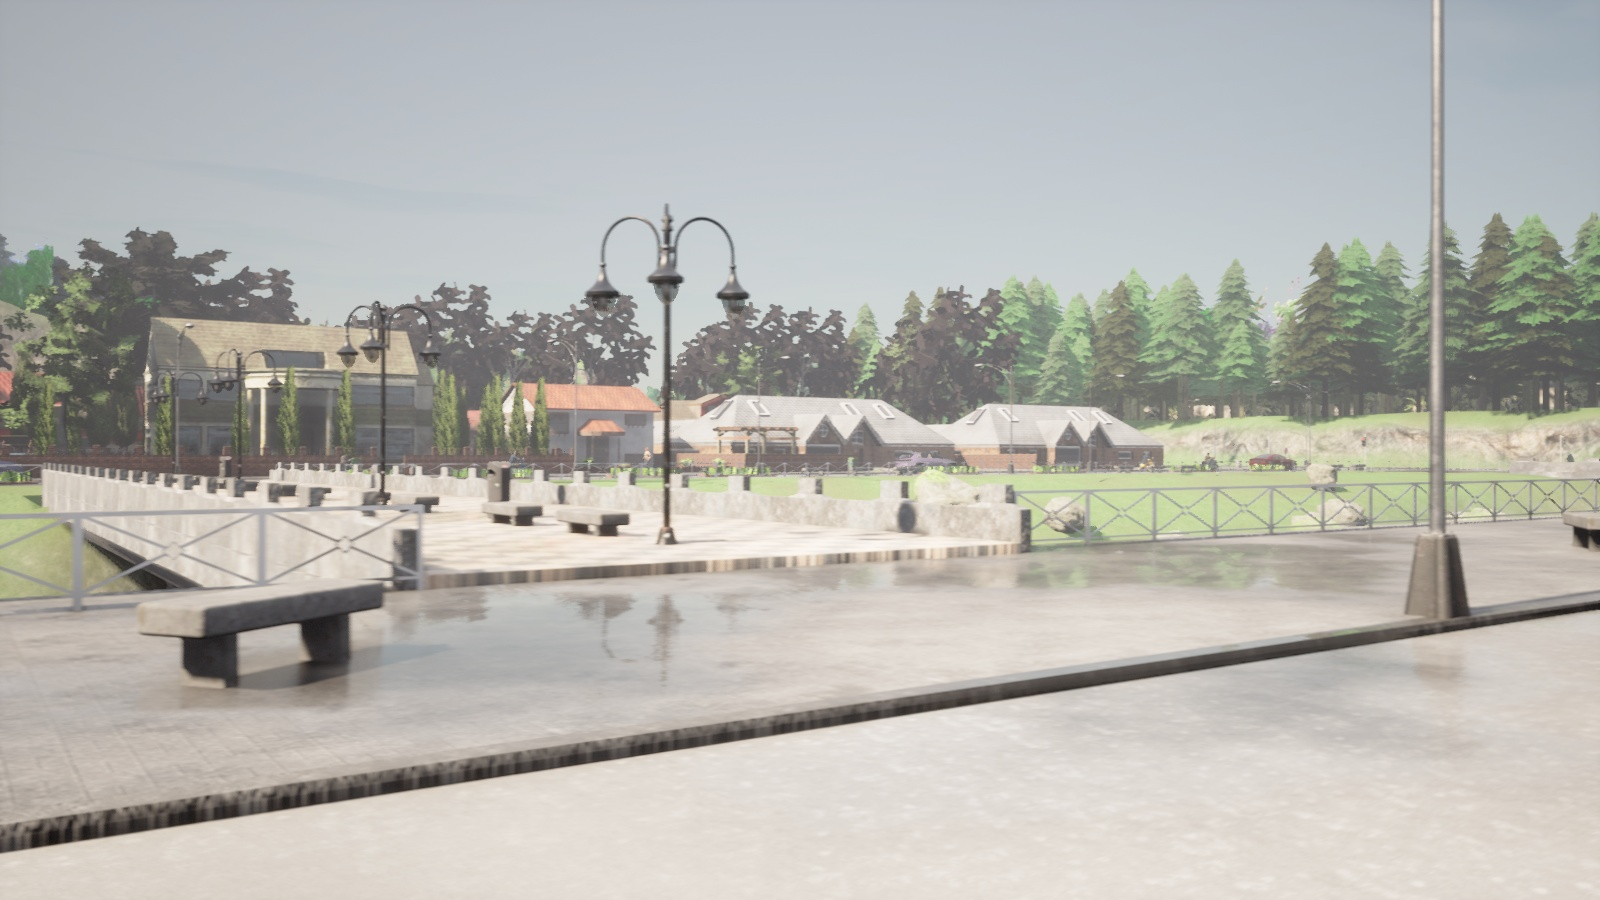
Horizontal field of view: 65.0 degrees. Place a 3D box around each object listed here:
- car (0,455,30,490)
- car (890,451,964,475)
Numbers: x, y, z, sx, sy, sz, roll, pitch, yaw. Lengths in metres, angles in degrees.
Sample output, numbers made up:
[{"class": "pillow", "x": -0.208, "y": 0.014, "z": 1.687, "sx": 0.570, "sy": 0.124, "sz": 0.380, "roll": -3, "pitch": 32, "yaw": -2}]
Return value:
[{"class": "car", "x": -35.680, "y": 0.968, "z": 54.586, "sx": 3.633, "sy": 1.501, "sz": 1.845, "roll": 0, "pitch": 0, "yaw": -35}, {"class": "car", "x": 8.673, "y": 0.865, "z": 85.444, "sx": 4.856, "sy": 1.649, "sz": 2.033, "roll": 0, "pitch": 0, "yaw": -35}]
